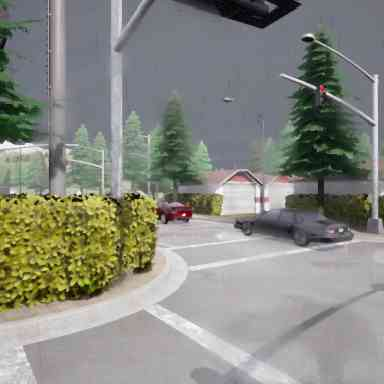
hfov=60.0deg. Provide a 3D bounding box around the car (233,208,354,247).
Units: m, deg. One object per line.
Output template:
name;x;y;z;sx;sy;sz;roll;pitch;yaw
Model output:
car;4.253;1.422;14.783;2.033;1.411;5.357;0;2;-35

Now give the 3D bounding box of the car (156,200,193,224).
car;-1.943;1.305;23.378;1.882;1.535;5.008;-1;1;-35
